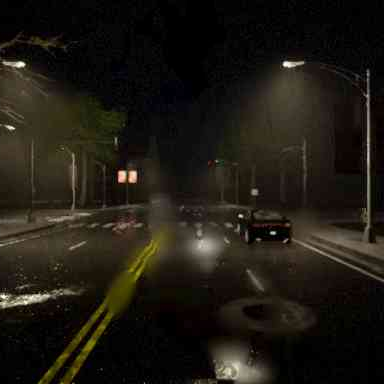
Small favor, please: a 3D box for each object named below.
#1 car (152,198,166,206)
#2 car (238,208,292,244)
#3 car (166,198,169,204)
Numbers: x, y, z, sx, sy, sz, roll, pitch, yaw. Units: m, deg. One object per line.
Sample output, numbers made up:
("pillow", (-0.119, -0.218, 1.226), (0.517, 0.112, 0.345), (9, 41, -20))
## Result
("car", (-6.513, 1.895, 63.667), (1.812, 1.442, 4.674), (0, 0, 0))
("car", (3.354, 1.527, 16.021), (1.882, 1.535, 5.008), (0, 0, 1))
("car", (-6.492, 2.118, 79.125), (1.895, 1.301, 4.718), (0, -1, 0))
